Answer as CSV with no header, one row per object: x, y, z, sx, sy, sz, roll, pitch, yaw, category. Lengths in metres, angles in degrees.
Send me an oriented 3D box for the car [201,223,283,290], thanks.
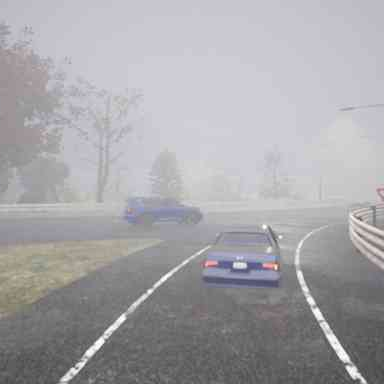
1.549,1.582,9.363,2.033,1.411,5.357,0,0,13,car

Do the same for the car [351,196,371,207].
27.197,1.799,53.458,1.895,1.301,4.718,0,0,42,car

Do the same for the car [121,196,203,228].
-2.012,1.300,22.707,5.566,2.045,2.150,0,0,-27,car
